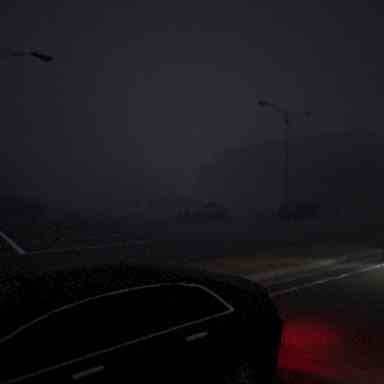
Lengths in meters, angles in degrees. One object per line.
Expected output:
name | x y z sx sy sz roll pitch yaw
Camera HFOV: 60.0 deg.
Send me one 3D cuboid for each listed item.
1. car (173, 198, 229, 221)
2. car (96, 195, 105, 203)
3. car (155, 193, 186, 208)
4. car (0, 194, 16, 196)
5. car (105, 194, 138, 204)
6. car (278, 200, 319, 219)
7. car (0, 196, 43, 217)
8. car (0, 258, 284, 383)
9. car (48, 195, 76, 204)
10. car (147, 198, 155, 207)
car | 0.887 1.390 25.448 3.806 1.475 1.970 0 0 -35
car | -15.228 1.252 60.229 3.806 1.475 1.970 0 0 -35
car | -1.905 1.107 42.559 4.605 1.855 1.932 0 0 -35
car | -20.715 1.315 37.135 4.514 1.523 2.007 0 0 -35
car | -11.272 1.170 55.165 5.027 1.636 2.152 0 0 -35
car | 8.672 1.376 27.278 3.633 1.501 1.845 0 0 -35
car | -15.003 1.332 28.937 3.633 1.501 1.845 0 0 -35
car | -1.205 1.508 3.127 4.892 1.490 1.837 0 0 -36
car | -23.101 1.320 59.171 4.514 1.523 2.007 0 0 -35
car | -3.913 1.088 44.699 3.866 1.878 1.905 0 0 -35
